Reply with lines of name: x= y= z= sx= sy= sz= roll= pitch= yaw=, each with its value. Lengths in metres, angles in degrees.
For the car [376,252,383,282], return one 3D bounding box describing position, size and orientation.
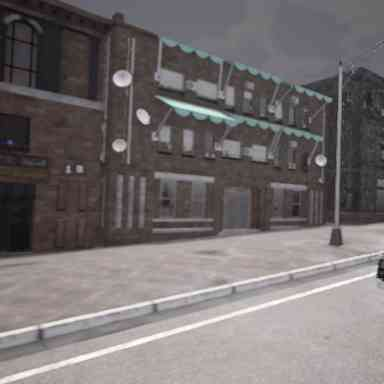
car: x=6.428 y=1.566 z=8.269 sx=4.181 sy=1.385 sz=1.994 roll=0 pitch=0 yaw=-35
